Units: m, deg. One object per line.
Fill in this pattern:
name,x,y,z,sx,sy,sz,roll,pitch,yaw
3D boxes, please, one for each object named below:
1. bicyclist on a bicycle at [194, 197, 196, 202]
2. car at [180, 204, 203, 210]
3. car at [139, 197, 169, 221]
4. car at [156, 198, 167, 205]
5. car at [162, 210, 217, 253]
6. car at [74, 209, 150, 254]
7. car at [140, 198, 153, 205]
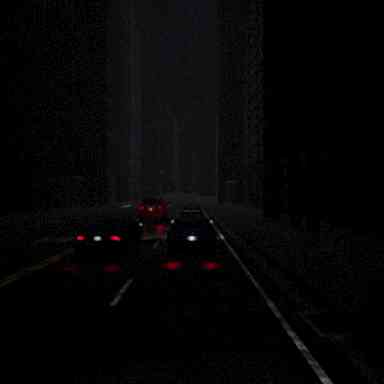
bicyclist on a bicycle,0.845,2.122,89.701,0.582,1.620,1.656,0,-1,0
car,-0.010,1.753,29.296,2.128,1.511,4.902,0,0,0
car,-3.265,1.475,29.012,2.150,2.045,5.566,0,0,0
car,-6.538,2.038,71.782,1.882,1.535,5.008,0,0,0
car,-0.003,1.695,14.272,1.994,1.385,4.181,0,0,0
car,-3.257,1.676,13.987,2.033,1.411,5.357,0,0,0
car,-9.788,2.100,71.781,2.033,1.411,5.357,0,0,0
